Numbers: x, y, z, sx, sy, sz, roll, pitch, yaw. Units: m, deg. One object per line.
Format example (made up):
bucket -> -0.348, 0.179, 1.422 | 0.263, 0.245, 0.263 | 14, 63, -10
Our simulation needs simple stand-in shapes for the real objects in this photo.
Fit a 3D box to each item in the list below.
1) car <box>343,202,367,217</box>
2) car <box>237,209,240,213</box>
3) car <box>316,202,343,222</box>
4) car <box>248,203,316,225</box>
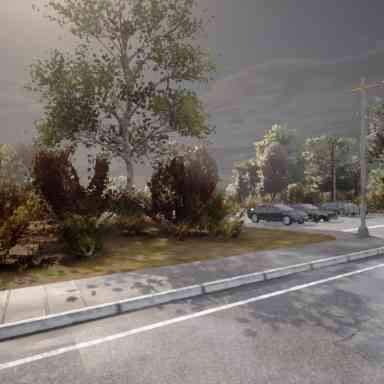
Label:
car -> 13.916, 1.648, 32.144 | 2.033, 1.411, 5.357 | 0, -1, -33
car -> 2.369, 1.468, 34.912 | 2.150, 2.045, 5.566 | 0, -1, -43
car -> 9.000, 1.640, 27.173 | 2.033, 1.411, 5.357 | 0, -1, -39
car -> 6.343, 1.596, 24.846 | 1.837, 1.490, 4.892 | 0, -1, -39
